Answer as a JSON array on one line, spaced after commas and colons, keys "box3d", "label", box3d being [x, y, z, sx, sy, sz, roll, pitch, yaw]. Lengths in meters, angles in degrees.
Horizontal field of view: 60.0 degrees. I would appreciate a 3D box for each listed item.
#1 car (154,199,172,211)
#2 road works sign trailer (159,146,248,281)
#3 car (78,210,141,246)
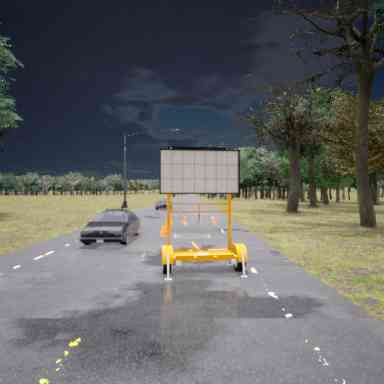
[{"box3d": [-3.476, 1.585, 41.216, 1.994, 1.385, 4.181, 0, 0, 0], "label": "car"}, {"box3d": [0.202, 0.461, 9.989, 2.380, 3.560, 2.880, 0, 0, -8], "label": "road works sign trailer"}, {"box3d": [-3.591, 1.543, 15.635, 2.033, 1.411, 5.357, 0, 0, 0], "label": "car"}]
